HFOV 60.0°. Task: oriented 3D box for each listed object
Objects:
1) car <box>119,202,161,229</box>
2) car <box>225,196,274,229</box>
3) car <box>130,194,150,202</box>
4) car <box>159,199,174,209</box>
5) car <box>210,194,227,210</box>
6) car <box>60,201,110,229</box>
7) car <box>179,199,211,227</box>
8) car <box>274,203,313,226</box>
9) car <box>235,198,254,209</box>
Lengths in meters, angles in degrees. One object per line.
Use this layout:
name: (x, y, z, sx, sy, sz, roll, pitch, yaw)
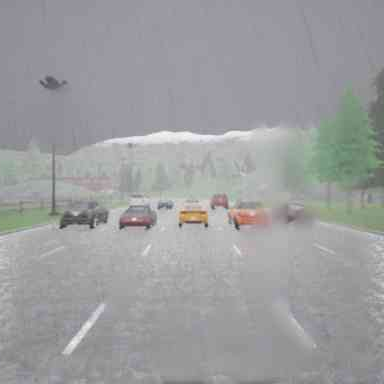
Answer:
car: (-3.407, 1.563, 21.577, 1.994, 1.385, 4.181, 0, 0, 0)
car: (3.592, 1.353, 21.772, 2.097, 1.767, 4.553, 0, 0, 0)
car: (-6.915, 1.218, 44.459, 2.150, 2.045, 5.566, 0, 0, 0)
car: (-3.415, 1.598, 43.802, 1.895, 1.301, 4.718, 0, 0, 0)
car: (3.585, 1.219, 44.109, 2.150, 2.045, 5.566, 0, 0, 0)
car: (-6.908, 1.352, 21.883, 2.097, 1.767, 4.553, 0, 0, 0)
car: (0.092, 1.476, 23.067, 1.882, 1.535, 5.008, 0, 0, 0)
car: (7.092, 1.525, 23.583, 1.812, 1.442, 4.674, 0, 0, 0)
car: (7.084, 1.524, 45.237, 1.812, 1.442, 4.674, 0, 0, 0)
